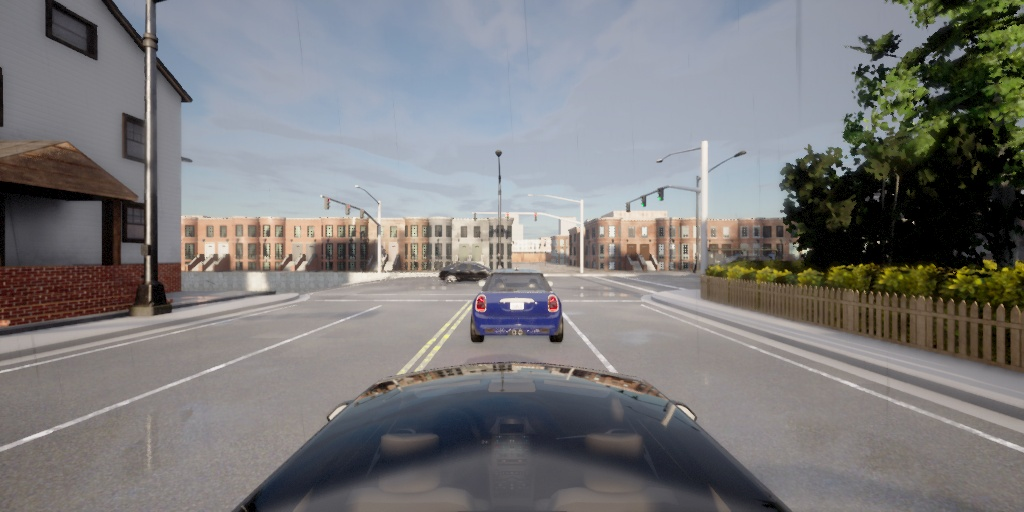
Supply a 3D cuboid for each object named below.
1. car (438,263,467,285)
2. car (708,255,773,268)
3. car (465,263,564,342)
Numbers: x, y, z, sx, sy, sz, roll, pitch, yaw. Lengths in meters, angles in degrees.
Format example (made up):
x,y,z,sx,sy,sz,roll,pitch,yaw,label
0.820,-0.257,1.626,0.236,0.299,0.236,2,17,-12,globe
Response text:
x,y,z,sx,sy,sz,roll,pitch,yaw,label
-2.811,1.247,25.841,4.892,1.490,1.837,0,0,0,car
18.743,0.966,29.598,5.566,2.045,2.150,0,0,0,car
0.111,1.100,9.888,2.097,1.767,4.553,0,0,0,car
